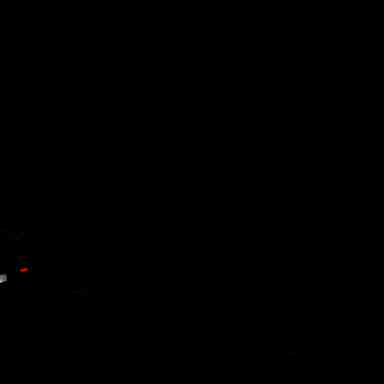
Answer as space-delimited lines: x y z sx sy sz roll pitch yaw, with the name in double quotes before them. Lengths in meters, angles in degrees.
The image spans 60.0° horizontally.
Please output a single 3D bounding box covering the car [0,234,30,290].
"car" -5.532 1.464 7.629 4.674 1.442 1.812 0 0 35
